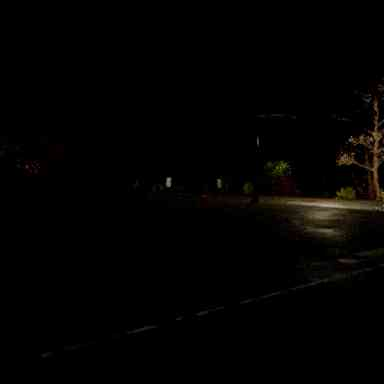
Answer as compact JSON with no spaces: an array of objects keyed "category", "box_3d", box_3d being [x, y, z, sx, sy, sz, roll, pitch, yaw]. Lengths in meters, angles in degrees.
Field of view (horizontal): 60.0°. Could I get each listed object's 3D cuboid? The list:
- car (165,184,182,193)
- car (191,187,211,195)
[{"category":"car","box_3d":[-3.936,-0.812,69.581,2.097,1.767,4.553,0,2,-36]},{"category":"car","box_3d":[1.630,-0.233,61.815,1.812,1.442,4.674,0,2,-36]}]
